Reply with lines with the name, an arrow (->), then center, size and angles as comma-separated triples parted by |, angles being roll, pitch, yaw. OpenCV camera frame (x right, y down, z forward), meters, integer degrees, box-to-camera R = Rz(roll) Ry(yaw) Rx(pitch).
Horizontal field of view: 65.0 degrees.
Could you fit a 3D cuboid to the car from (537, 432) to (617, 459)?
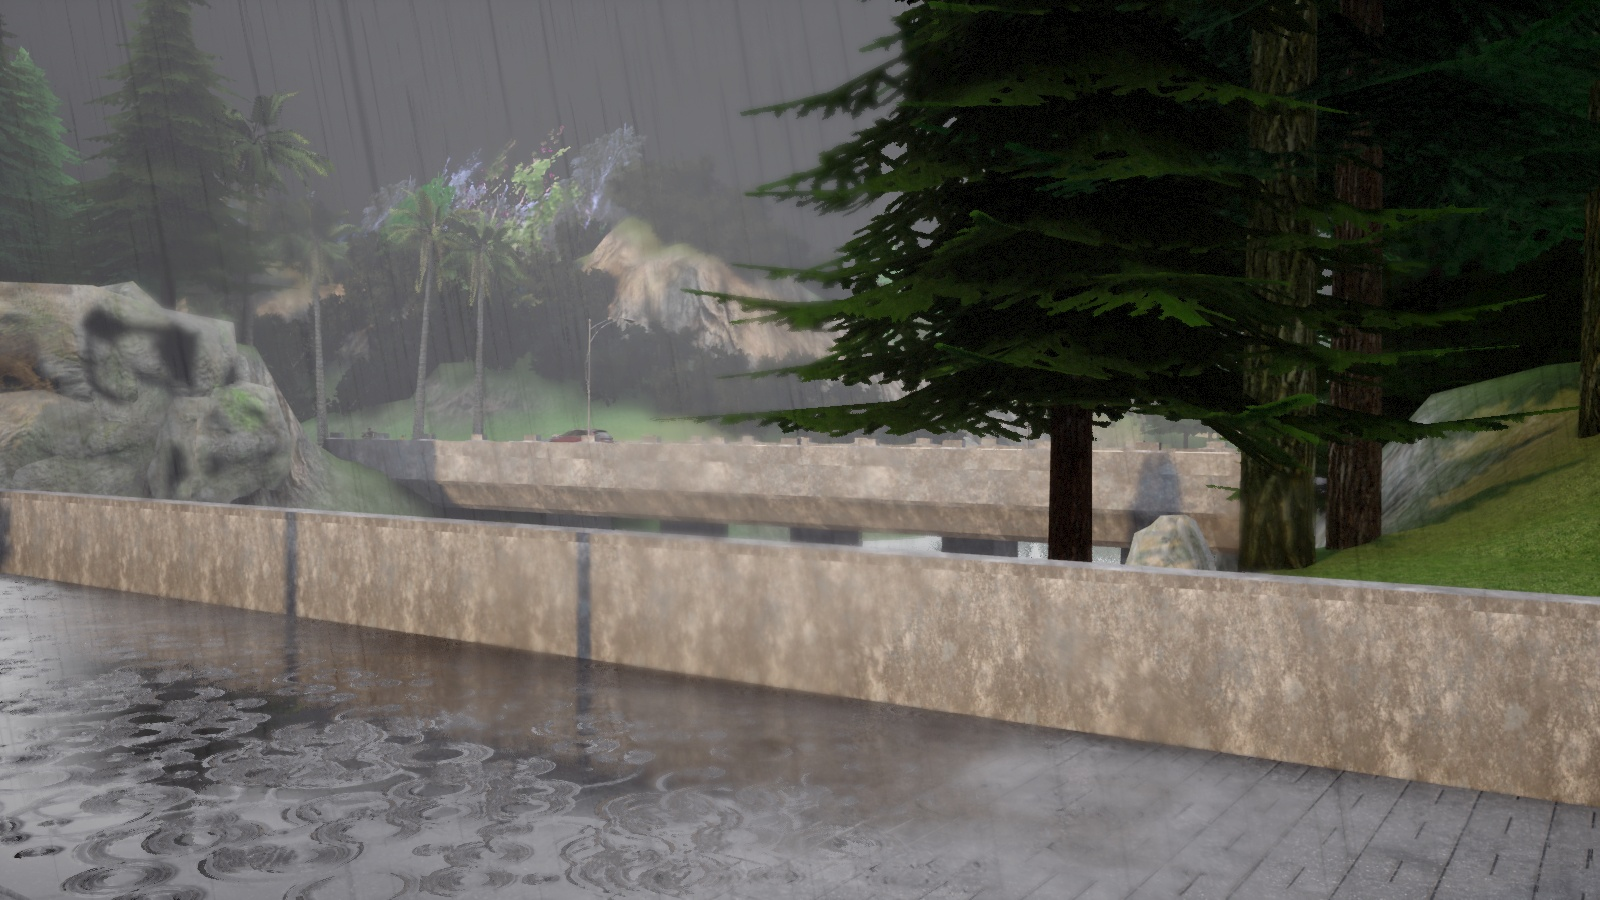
car -> -13.893, -0.279, 78.089 | 4.856, 1.649, 2.033 | 0, 1, 34
